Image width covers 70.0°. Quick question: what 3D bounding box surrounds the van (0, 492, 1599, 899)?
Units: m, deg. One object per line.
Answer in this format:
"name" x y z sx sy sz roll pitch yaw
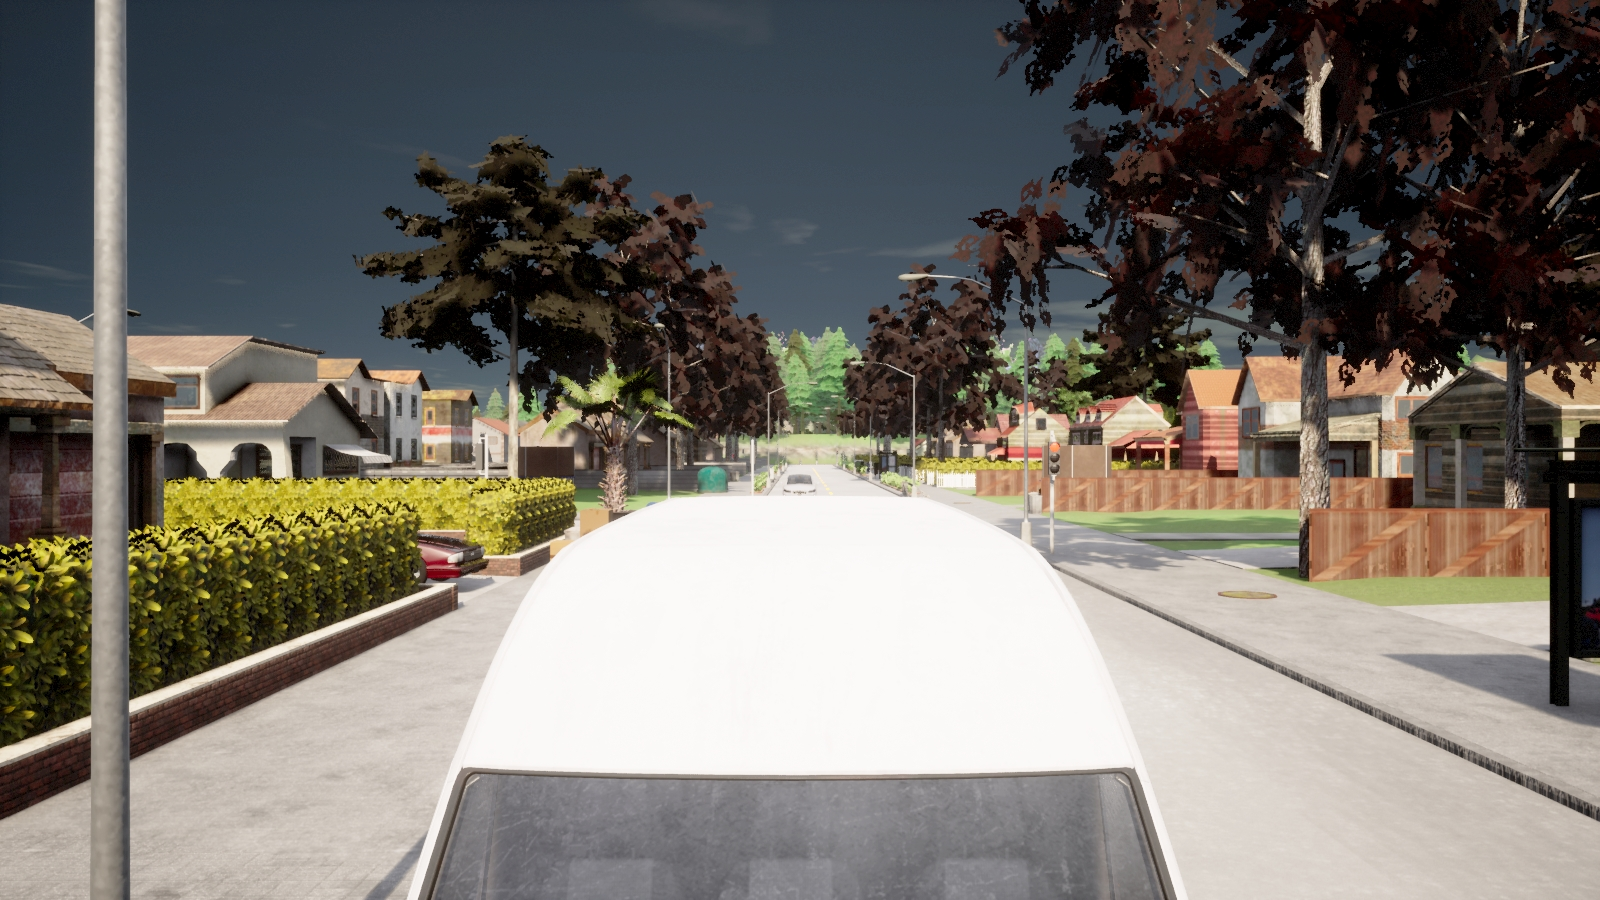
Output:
"van" 0.002 1.537 4.030 1.988 2.561 5.915 0 0 0

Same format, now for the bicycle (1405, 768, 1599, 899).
"bicycle" 2.687 2.062 3.843 0.329 1.471 1.835 0 0 0

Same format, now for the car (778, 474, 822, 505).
"car" -0.017 2.086 60.937 2.231 1.480 4.892 0 0 0
